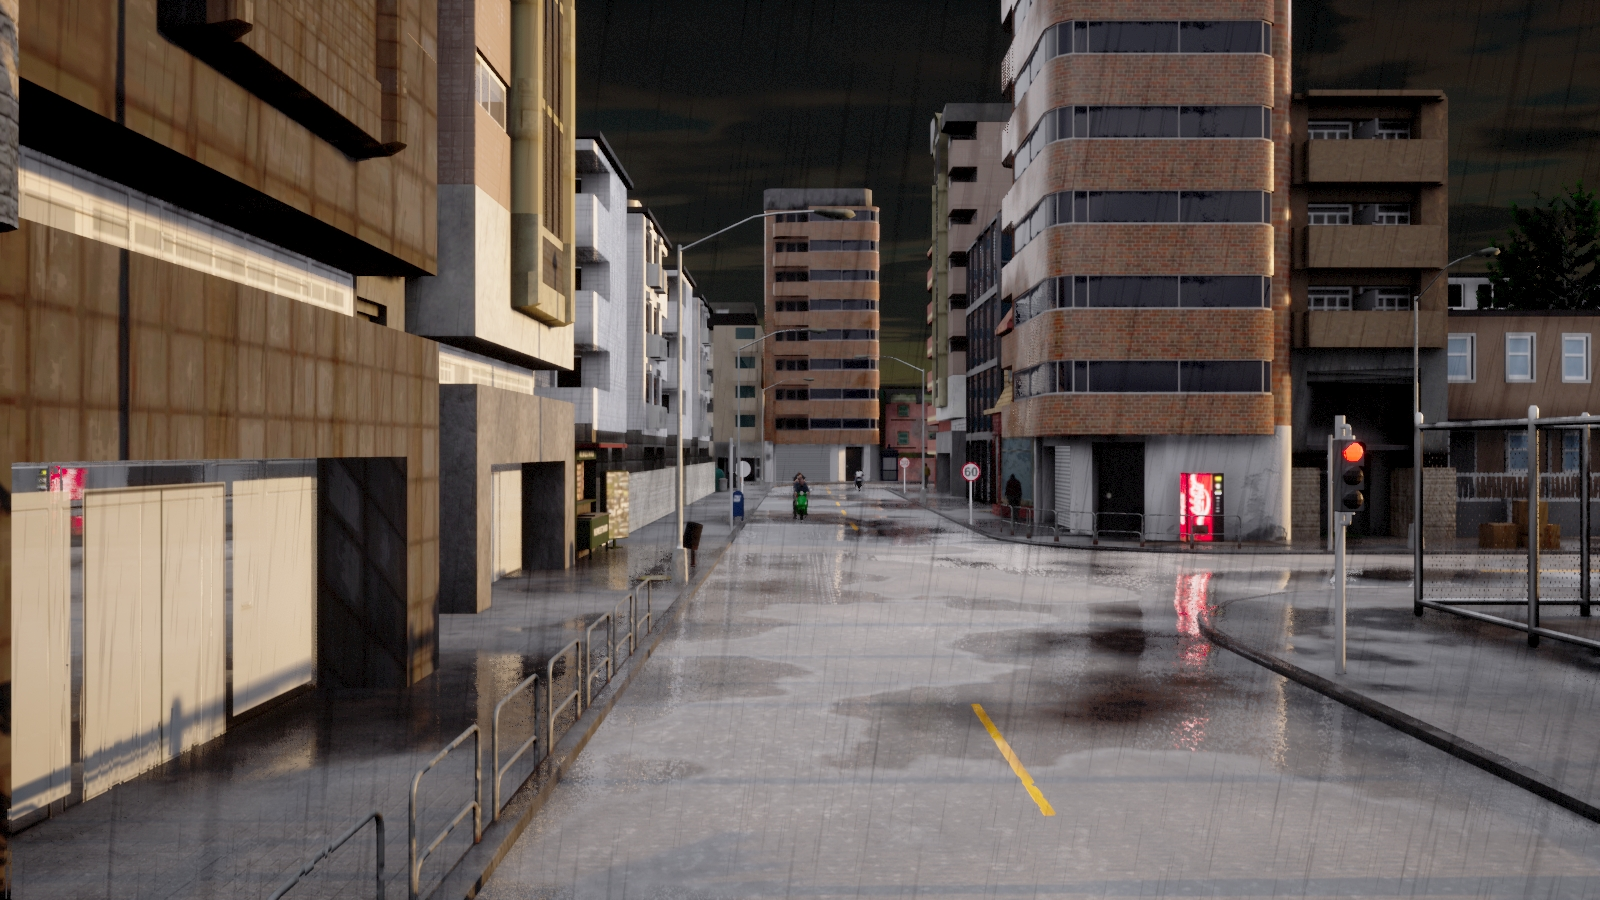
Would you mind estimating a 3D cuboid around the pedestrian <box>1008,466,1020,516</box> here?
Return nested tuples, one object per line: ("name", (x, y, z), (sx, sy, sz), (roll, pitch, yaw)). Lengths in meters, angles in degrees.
("pedestrian", (7.973, 1.523, 42.593), (0.375, 1.860, 0.375), (0, 0, 3))

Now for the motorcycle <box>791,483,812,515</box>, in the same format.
("motorcycle", (0.063, 1.970, 46.521), (0.856, 1.236, 1.805), (0, 0, 0))

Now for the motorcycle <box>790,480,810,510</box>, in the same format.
("motorcycle", (0.019, 1.970, 50.389), (0.856, 1.236, 1.805), (0, 0, 0))
